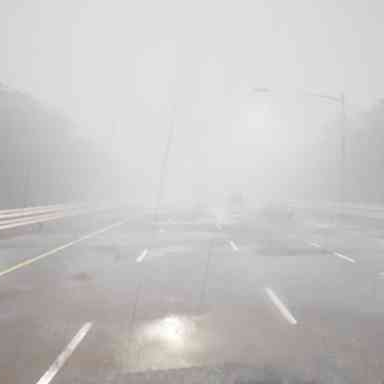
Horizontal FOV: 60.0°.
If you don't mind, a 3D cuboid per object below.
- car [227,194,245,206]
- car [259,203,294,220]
[{"bbox_3d":[6.992,1.262,53.573,2.150,2.045,5.566,0,0,0],"label":"car"},{"bbox_3d":[6.987,1.603,27.967,1.895,1.301,4.718,0,0,0],"label":"car"}]
